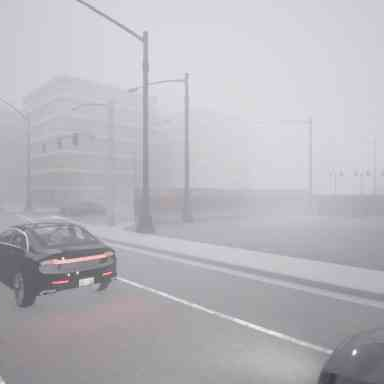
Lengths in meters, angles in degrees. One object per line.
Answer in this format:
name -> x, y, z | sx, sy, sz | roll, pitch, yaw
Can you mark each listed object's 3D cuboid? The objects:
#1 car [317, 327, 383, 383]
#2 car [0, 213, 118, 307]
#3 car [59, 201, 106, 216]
car -> 3.157, 1.505, 1.611 | 4.892, 1.490, 1.837 | 0, 0, 38
car -> -3.666, 1.492, 8.089 | 2.128, 1.511, 4.902 | 0, 0, -43
car -> -10.199, 1.564, 31.110 | 1.994, 1.385, 4.181 | 0, 0, 44
